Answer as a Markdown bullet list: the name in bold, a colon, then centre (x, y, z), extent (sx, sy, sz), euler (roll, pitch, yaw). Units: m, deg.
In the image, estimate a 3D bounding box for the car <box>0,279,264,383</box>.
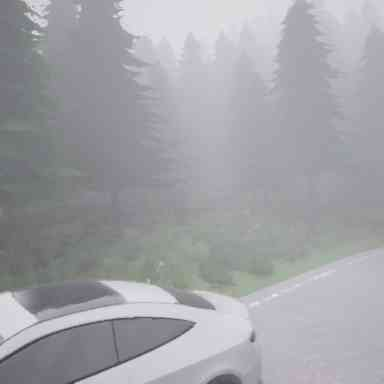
- **car**: centre (-1.337, 1.598, 2.769), extent (4.674, 1.442, 1.812), euler (1, -2, -38)
